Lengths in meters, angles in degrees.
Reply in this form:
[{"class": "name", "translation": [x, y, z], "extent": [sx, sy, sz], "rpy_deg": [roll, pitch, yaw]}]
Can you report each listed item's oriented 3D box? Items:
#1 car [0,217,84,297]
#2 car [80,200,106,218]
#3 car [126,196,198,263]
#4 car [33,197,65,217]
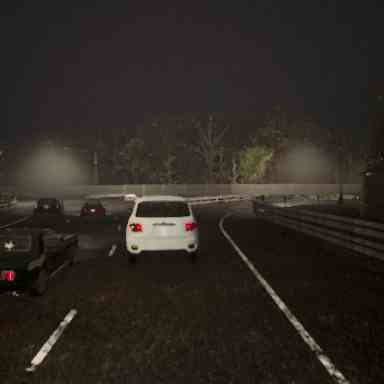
[{"class": "car", "translation": [-4.212, 1.558, 8.289], "extent": [1.895, 1.301, 4.718], "rpy_deg": [0, 0, -6]}, {"class": "car", "translation": [-8.316, 1.395, 27.957], "extent": [1.994, 1.385, 4.181], "rpy_deg": [0, 0, -17]}, {"class": "car", "translation": [-1.146, 1.138, 11.951], "extent": [2.150, 2.045, 5.566], "rpy_deg": [0, 0, -8]}, {"class": "car", "translation": [-12.102, 1.197, 28.346], "extent": [2.097, 1.767, 4.553], "rpy_deg": [0, 0, -17]}]
